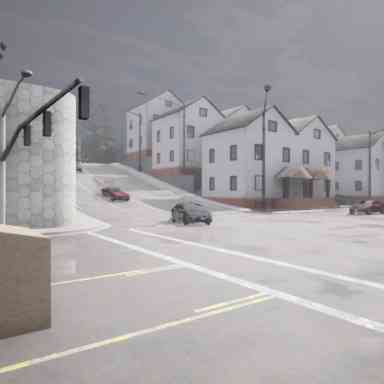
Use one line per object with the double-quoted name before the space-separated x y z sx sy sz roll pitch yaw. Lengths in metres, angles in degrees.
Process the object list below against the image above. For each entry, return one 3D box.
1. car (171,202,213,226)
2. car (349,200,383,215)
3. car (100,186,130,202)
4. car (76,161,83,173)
"car" -0.111 1.522 23.548 1.837 1.490 4.892 1 -1 -20
"car" 17.887 1.524 33.751 4.674 1.442 1.812 0 0 -35
"car" -8.617 0.150 37.350 1.895 1.301 4.718 0 11 -35
"car" -18.391 -3.994 51.658 1.837 1.490 4.892 1 12 -34
